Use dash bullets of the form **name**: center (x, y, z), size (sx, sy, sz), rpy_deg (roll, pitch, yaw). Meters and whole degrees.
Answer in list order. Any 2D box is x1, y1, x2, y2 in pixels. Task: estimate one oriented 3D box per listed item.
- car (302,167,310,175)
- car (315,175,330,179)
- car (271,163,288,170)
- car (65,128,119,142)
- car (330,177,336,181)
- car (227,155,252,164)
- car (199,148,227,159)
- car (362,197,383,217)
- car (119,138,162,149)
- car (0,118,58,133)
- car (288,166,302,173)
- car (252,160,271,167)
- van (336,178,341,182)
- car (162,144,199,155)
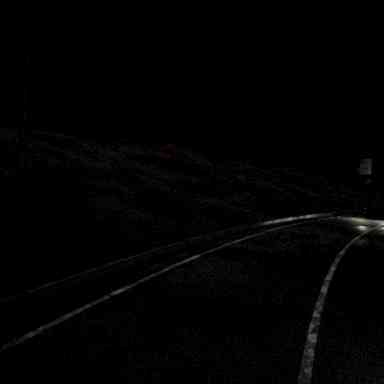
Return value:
- **car**: center (21.153, -3.824, 64.903), size (2.435, 2.045, 5.566), rpy_deg (3, -1, 41)
- **car**: center (28.075, -2.956, 73.473), size (2.002, 1.452, 4.674), rpy_deg (3, -1, 38)
- **car**: center (13.691, -4.088, 56.490), size (2.231, 1.521, 4.892), rpy_deg (3, 0, 43)
- **car**: center (-10.378, -5.524, 33.569), size (4.892, 1.521, 2.231), rpy_deg (3, 0, -39)
- **car**: center (31.432, -2.639, 77.872), size (2.002, 1.452, 4.674), rpy_deg (3, -2, 37)
- **car**: center (6.101, -4.518, 48.623), size (4.792, 1.488, 2.163), rpy_deg (3, 0, -44)
- **car**: center (2.016, -4.919, 44.624), size (4.553, 1.767, 2.185), rpy_deg (3, 0, -43)
- **car**: center (14.475, 1.120, 24.883), size (5.008, 1.535, 1.882), rpy_deg (1, 1, -43)
- **car**: center (-6.166, -5.240, 37.170), size (4.674, 1.452, 2.002), rpy_deg (3, 0, -41)
- **car**: center (-14.637, -5.753, 30.065), size (4.892, 1.521, 2.231), rpy_deg (3, 0, -39)
- **car**: center (17.469, -3.965, 60.673), size (2.185, 1.767, 4.553), rpy_deg (3, -1, 42)
- **car**: center (9.971, -4.275, 52.551), size (2.002, 1.452, 4.674), rpy_deg (3, 0, 45)
- **van**: center (34.816, -2.561, 82.431), size (1.878, 1.987, 4.442), rpy_deg (3, -2, 37)
- **car**: center (-2.029, -5.034, 40.861), size (5.008, 1.535, 2.097), rpy_deg (3, 0, -42)
